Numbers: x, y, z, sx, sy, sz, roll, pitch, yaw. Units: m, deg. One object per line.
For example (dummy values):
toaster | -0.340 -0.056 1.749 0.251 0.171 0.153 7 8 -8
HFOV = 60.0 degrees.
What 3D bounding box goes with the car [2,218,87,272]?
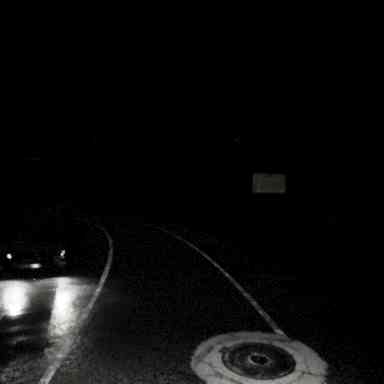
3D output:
car | -4.776 1.641 11.602 2.033 1.411 5.357 -1 0 -12
